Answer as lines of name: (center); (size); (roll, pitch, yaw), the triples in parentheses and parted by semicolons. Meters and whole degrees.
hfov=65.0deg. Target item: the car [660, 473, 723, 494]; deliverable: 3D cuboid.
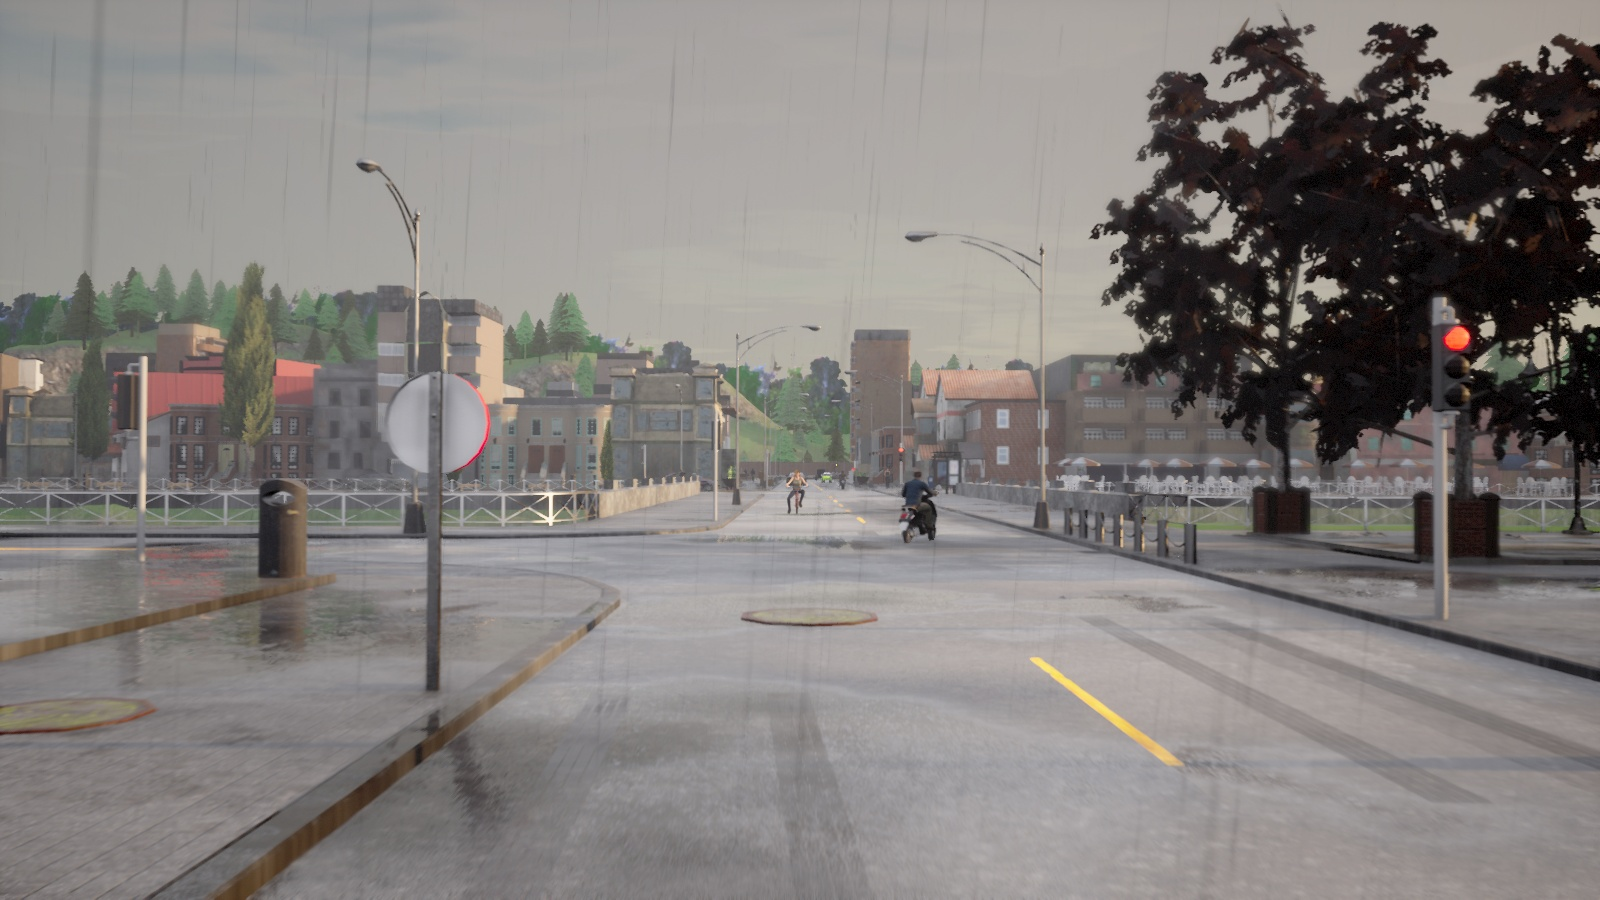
car: (-7.558, 2.331, 87.936); (4.193, 1.474, 1.816); (0, -1, 2)

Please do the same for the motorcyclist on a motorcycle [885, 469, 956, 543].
motorcyclist on a motorcycle: (2.679, 1.223, 27.830); (0.866, 1.590, 1.817); (-3, -2, 29)

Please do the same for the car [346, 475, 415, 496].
car: (-29.329, 2.468, 87.949); (4.181, 1.385, 1.994); (0, -1, 0)
